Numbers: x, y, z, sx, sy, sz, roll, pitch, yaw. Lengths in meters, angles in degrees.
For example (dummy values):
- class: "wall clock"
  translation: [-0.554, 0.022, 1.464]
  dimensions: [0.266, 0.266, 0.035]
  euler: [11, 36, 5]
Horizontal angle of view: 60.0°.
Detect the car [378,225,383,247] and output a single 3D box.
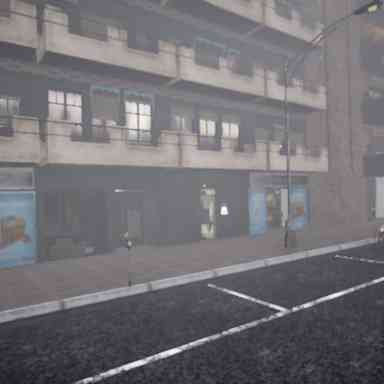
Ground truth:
- class: "car"
  translation: [8.862, 1.279, 12.653]
  dimensions: [4.097, 1.590, 1.967]
  euler: [-1, 0, -35]
